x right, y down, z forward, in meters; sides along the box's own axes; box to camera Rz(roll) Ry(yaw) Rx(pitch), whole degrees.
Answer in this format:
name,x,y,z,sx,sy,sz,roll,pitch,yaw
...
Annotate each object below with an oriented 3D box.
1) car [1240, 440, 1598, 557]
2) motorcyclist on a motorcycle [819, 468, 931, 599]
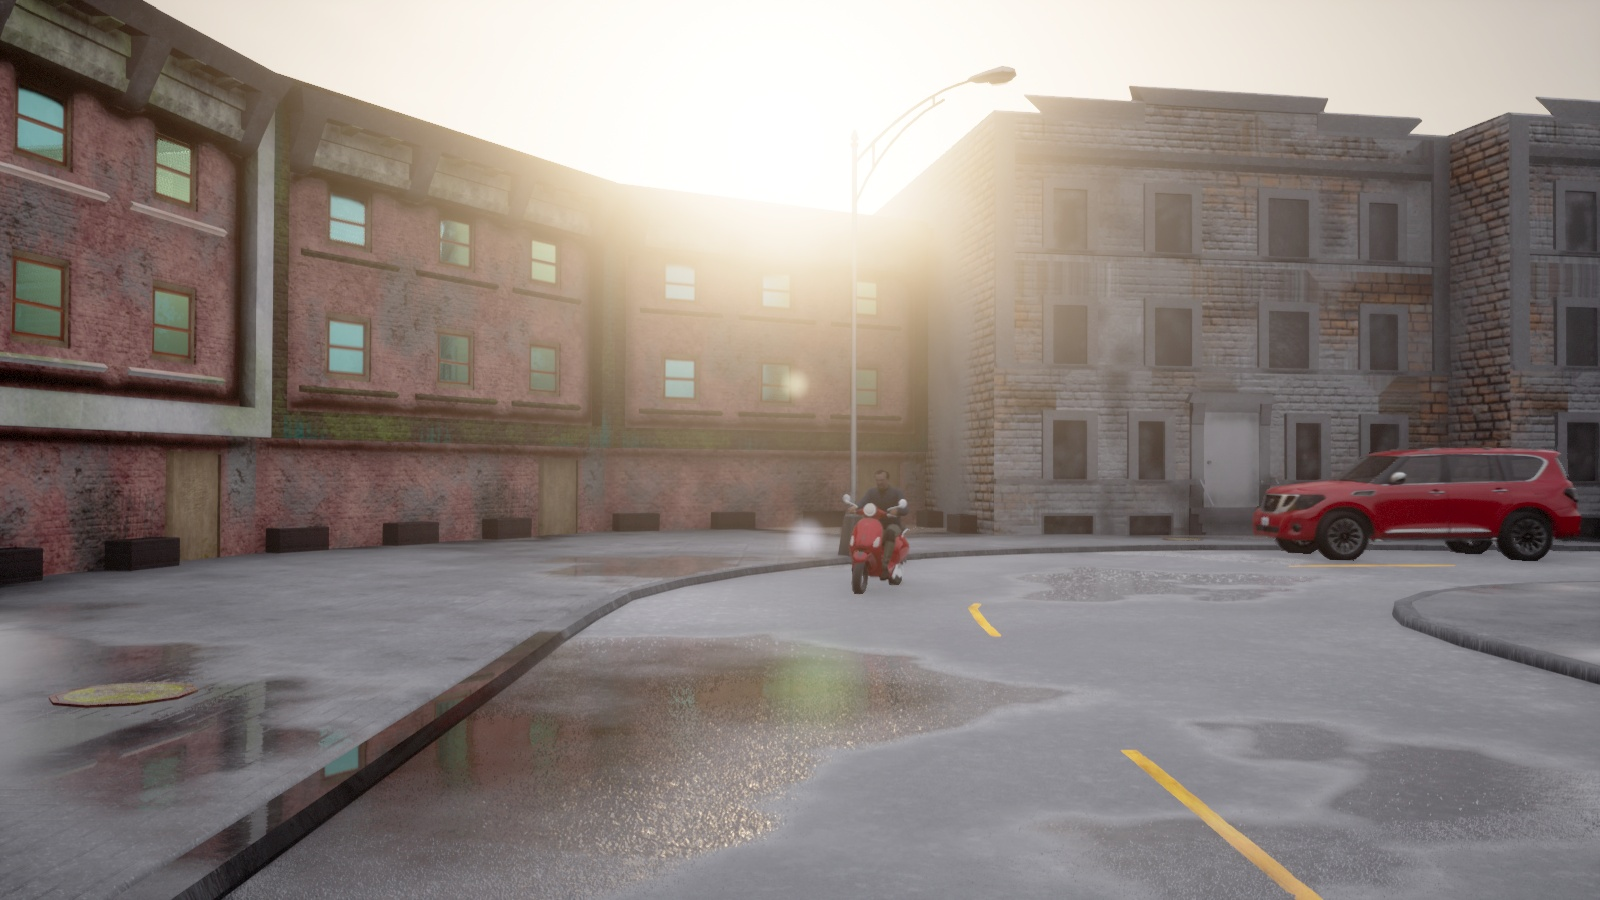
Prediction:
name,x,y,z,sx,sy,sz,roll,pitch,yaw
car,11.356,0.882,23.343,5.566,2.045,2.150,0,-1,-1
motorcyclist on a motorcycle,1.016,1.044,16.483,0.866,1.590,1.817,1,0,24
